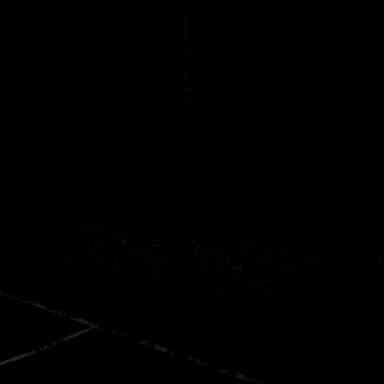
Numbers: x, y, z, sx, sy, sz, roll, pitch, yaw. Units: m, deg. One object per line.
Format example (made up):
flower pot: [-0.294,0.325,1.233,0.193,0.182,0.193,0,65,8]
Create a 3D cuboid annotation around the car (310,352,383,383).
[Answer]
car: [2.281,1.433,1.219,4.097,1.590,1.967,0,0,36]
